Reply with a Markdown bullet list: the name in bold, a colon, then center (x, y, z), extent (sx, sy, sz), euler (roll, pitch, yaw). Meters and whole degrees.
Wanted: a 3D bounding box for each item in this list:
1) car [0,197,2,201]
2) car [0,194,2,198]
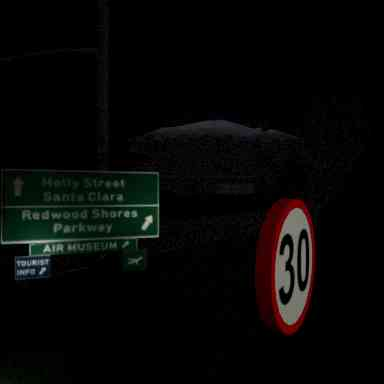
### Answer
- **car**: center (-12.447, 1.505, 26.033), extent (1.905, 1.878, 3.866), euler (0, 0, 35)
- **car**: center (-38.761, 1.489, 69.909), extent (4.514, 1.523, 2.007), euler (0, 0, 35)
